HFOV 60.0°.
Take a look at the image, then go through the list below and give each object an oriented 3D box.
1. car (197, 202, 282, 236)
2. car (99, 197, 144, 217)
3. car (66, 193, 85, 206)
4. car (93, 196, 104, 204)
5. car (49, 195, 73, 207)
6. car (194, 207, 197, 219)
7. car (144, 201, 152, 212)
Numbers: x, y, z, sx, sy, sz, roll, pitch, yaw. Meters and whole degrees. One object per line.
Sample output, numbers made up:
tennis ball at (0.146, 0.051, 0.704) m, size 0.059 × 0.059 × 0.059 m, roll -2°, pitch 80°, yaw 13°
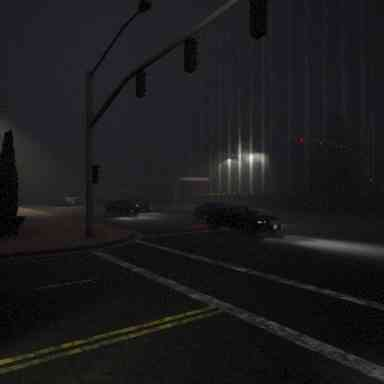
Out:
car at (2.737, 1.492, 18.681) m, size 2.128 × 1.511 × 4.902 m, roll 0°, pitch 0°, yaw -36°
car at (-6.822, 1.505, 31.754) m, size 1.837 × 1.490 × 4.892 m, roll 0°, pitch 0°, yaw -36°
car at (-19.741, 1.226, 55.660) m, size 2.150 × 2.045 × 5.566 m, roll 0°, pitch 0°, yaw -36°
car at (-18.643, 1.478, 66.247) m, size 1.882 × 1.535 × 5.008 m, roll 0°, pitch 0°, yaw -36°
car at (-20.044, 1.547, 50.046) m, size 2.033 × 1.411 × 5.357 m, roll 0°, pitch 0°, yaw -36°
car at (1.958, 1.526, 25.650) m, size 1.812 × 1.442 × 4.674 m, roll 0°, pitch 0°, yaw -36°
car at (-6.314, 1.353, 37.014) m, size 2.097 × 1.767 × 4.553 m, roll 0°, pitch 0°, yaw -36°
